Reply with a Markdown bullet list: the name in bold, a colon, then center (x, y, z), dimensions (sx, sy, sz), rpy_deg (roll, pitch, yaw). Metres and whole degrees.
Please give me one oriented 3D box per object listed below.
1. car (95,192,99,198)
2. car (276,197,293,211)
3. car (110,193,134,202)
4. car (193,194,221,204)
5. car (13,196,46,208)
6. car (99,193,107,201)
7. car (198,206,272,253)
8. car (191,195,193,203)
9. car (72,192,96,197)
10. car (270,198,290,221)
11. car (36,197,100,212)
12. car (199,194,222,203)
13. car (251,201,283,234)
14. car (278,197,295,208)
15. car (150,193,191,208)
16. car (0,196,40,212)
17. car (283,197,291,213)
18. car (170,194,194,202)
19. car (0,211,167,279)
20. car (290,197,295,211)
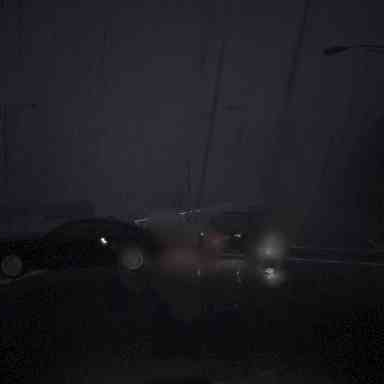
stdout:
- **car**: center (-21.737, 1.299, 67.996), dimensions (3.806, 1.475, 1.970), rpy_deg (0, 0, 19)
- **car**: center (11.734, 1.484, 42.063), dimensions (1.837, 1.490, 4.892), rpy_deg (0, 0, 19)
- **car**: center (-13.694, 1.046, 65.309), dimensions (4.605, 1.855, 1.932), rpy_deg (0, 0, 19)
- **car**: center (1.760, 1.126, 56.753), dimensions (5.027, 1.636, 2.152), rpy_deg (0, 0, 19)
- **car**: center (-21.619, 1.274, 44.291), dimensions (3.633, 1.501, 1.845), rpy_deg (0, 0, 19)
- **car**: center (-20.090, 1.015, 70.948), dimensions (3.866, 1.878, 1.905), rpy_deg (0, 0, 19)
- **car**: center (1.841, 1.514, 13.866), dimensions (1.812, 1.442, 4.674), rpy_deg (0, 0, 25)
- **car**: center (-2.349, 1.053, 44.636), dimensions (3.866, 1.878, 1.905), rpy_deg (0, 0, 19)
- **car**: center (-18.369, 1.249, 53.741), dimensions (4.514, 1.523, 2.007), rpy_deg (0, 0, 19)
- **car**: center (5.916, 1.475, 24.914), dimensions (2.128, 1.511, 4.902), rpy_deg (0, 0, 19)
- **car**: center (-8.991, 1.356, 24.197), dimensions (3.633, 1.501, 1.845), rpy_deg (0, 0, 19)
- **car**: center (3.515, 1.203, 62.934), dimensions (3.806, 1.475, 1.970), rpy_deg (0, 0, 19)
- **car**: center (3.997, 1.490, 19.271), dimensions (1.837, 1.490, 4.892), rpy_deg (0, 0, 19)
- **car**: center (13.624, 1.469, 47.636), dimensions (2.128, 1.511, 4.902), rpy_deg (0, 0, 19)
- **car**: center (-2.892, 1.075, 41.752), dimensions (4.605, 1.855, 1.932), rpy_deg (0, 0, 19)
- **car**: center (-15.061, 1.356, 29.403), dimensions (3.806, 1.475, 1.970), rpy_deg (0, 0, 19)
- **car**: center (7.803, 1.487, 30.475), dimensions (1.837, 1.490, 4.892), rpy_deg (0, 0, 19)
- **car**: center (-1.984, 1.258, 68.667), dimensions (4.514, 1.523, 2.007), rpy_deg (0, 0, 19)
- **car**: center (-3.264, 1.475, 9.850), dimensions (5.008, 1.535, 1.882), rpy_deg (0, 0, -15)
- **car**: center (9.852, 1.544, 36.510), dimensions (1.994, 1.385, 4.181), rpy_deg (0, 0, 19)
